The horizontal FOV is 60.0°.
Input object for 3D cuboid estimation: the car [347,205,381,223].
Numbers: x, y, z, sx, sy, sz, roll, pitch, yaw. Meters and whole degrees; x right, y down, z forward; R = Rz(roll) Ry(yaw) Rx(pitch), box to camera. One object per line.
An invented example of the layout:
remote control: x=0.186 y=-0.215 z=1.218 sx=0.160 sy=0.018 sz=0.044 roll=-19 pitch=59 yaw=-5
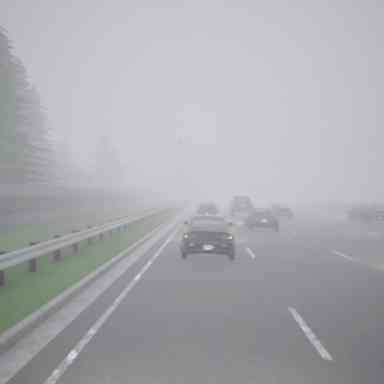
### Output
car: x=15.398 y=1.909 z=29.331 sx=2.128 sy=1.511 sz=4.902 roll=1 pitch=0 yaw=3

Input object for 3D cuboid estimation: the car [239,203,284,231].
car: x=4.563 y=1.739 z=22.457 sx=1.994 sy=1.385 sz=4.181 roll=1 pitch=0 yaw=3

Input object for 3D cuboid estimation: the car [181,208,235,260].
car: x=0.616 y=1.586 z=12.757 sx=1.812 sy=1.442 sz=4.674 roll=1 pitch=0 yaw=3

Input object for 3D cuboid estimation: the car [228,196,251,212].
car: x=5.200 y=1.462 z=35.925 sx=2.150 sy=2.045 sz=5.566 roll=1 pitch=0 yaw=3

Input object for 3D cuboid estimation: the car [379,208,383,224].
car: x=11.267 y=1.762 z=15.772 sx=1.882 sy=1.535 sz=5.008 roll=1 pitch=0 yaw=3

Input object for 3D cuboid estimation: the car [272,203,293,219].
car: x=8.533 y=1.818 z=32.561 sx=1.812 sy=1.442 sz=4.674 roll=1 pitch=0 yaw=2

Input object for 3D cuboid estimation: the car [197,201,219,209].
car: x=1.475 y=1.651 z=31.236 sx=1.837 sy=1.490 sz=4.892 roll=1 pitch=0 yaw=3
